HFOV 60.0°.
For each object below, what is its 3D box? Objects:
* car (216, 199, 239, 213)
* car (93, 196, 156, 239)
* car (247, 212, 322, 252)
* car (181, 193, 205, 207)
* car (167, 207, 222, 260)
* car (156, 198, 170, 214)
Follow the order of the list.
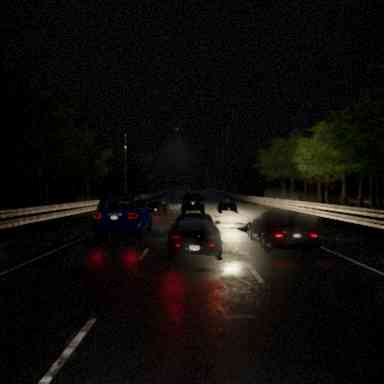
[{"bbox_3d":[3.601,1.404,34.675,1.812,1.442,4.674,0,0,0],"label":"car"},{"bbox_3d":[-3.401,1.198,17.214,2.150,2.045,5.566,0,0,0],"label":"car"},{"bbox_3d":[3.596,1.540,13.876,2.033,1.411,5.357,0,0,0],"label":"car"},{"bbox_3d":[0.101,1.112,32.782,2.150,2.045,5.566,0,0,0],"label":"car"},{"bbox_3d":[0.093,1.524,12.394,1.812,1.442,4.674,0,0,0],"label":"car"},{"bbox_3d":[-3.399,1.390,33.756,1.837,1.490,4.892,0,0,0],"label":"car"}]
